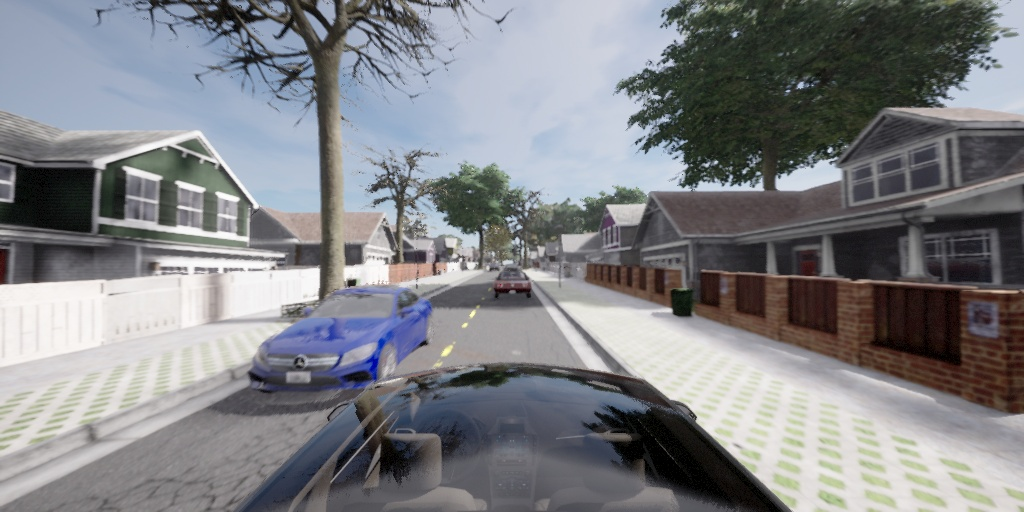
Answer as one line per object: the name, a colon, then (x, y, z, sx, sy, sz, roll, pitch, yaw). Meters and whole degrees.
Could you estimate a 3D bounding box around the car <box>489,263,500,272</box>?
car: (-2.948, 1.961, 61.451, 2.033, 1.411, 5.357, 0, -1, 0)

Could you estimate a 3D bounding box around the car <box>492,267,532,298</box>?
car: (0.032, 1.481, 19.608, 1.895, 1.301, 4.718, 0, 0, 0)

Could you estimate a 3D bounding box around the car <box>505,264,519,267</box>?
car: (-0.029, 1.576, 37.831, 1.837, 1.490, 4.892, 0, -1, 0)

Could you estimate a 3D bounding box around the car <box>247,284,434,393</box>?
car: (-2.764, 1.319, 6.946, 1.812, 1.442, 4.674, 0, 0, 0)
